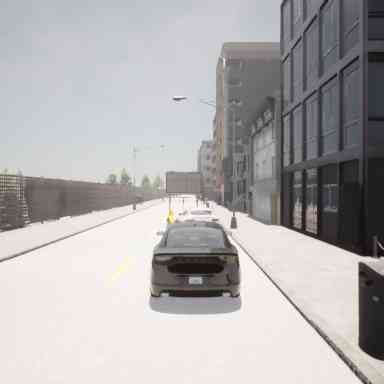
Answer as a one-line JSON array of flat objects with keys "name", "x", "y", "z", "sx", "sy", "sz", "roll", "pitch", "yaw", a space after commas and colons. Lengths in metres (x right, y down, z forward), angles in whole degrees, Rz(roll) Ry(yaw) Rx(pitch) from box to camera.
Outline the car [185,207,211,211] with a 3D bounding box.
[{"name": "car", "x": 0.292, "y": 1.544, "z": 17.952, "sx": 1.812, "sy": 1.442, "sz": 4.674, "roll": 0, "pitch": -1, "yaw": -7}]

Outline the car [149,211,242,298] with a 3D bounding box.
[{"name": "car", "x": 0.066, "y": 1.479, "z": 8.597, "sx": 1.882, "sy": 1.535, "sz": 5.008, "roll": 0, "pitch": 0, "yaw": 0}]

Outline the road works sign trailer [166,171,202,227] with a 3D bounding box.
[{"name": "road works sign trailer", "x": -0.570, "y": 0.467, "z": 21.458, "sx": 2.380, "sy": 3.560, "sz": 2.880, "roll": 0, "pitch": 0, "yaw": -16}]
